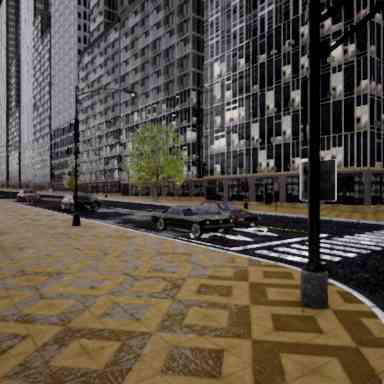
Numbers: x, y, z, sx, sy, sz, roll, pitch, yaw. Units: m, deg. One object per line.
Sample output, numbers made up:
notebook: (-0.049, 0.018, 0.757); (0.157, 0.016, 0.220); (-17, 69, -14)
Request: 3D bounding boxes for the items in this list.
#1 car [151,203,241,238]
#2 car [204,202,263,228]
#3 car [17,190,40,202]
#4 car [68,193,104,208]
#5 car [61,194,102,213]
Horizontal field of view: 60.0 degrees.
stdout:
car: (-0.065, 1.366, 16.587); (1.895, 1.301, 4.718); (0, 1, -38)
car: (1.659, 1.281, 19.705); (2.033, 1.411, 5.357); (0, 1, -36)
car: (-22.070, 0.490, 44.827); (2.097, 1.767, 4.553); (0, 1, -38)
car: (-11.758, 0.884, 36.767); (2.033, 1.411, 5.357); (0, 1, -38)
car: (-10.021, 0.974, 29.267); (1.837, 1.490, 4.892); (0, 1, -38)
